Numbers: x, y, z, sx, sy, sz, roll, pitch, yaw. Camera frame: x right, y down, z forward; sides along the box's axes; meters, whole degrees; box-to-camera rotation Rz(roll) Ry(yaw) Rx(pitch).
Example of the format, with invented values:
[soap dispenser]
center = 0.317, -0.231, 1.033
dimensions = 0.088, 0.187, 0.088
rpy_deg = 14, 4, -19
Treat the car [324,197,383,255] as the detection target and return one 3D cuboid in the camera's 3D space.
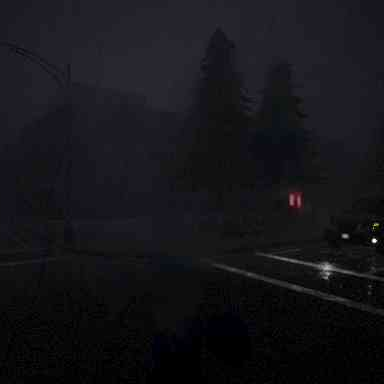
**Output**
[car]
center = 7.779, 1.248, 13.701
dimensions = 5.566, 2.045, 2.150
rpy_deg = 0, 0, -36
